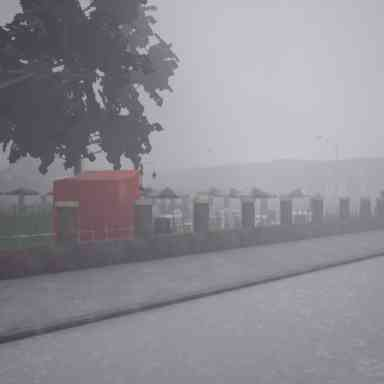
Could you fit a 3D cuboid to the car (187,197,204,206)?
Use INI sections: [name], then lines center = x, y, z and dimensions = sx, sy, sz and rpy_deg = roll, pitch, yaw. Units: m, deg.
[car]
center = 0.837, 1.472, 44.792
dimensions = 1.882, 1.535, 5.008
rpy_deg = 0, 0, -35
